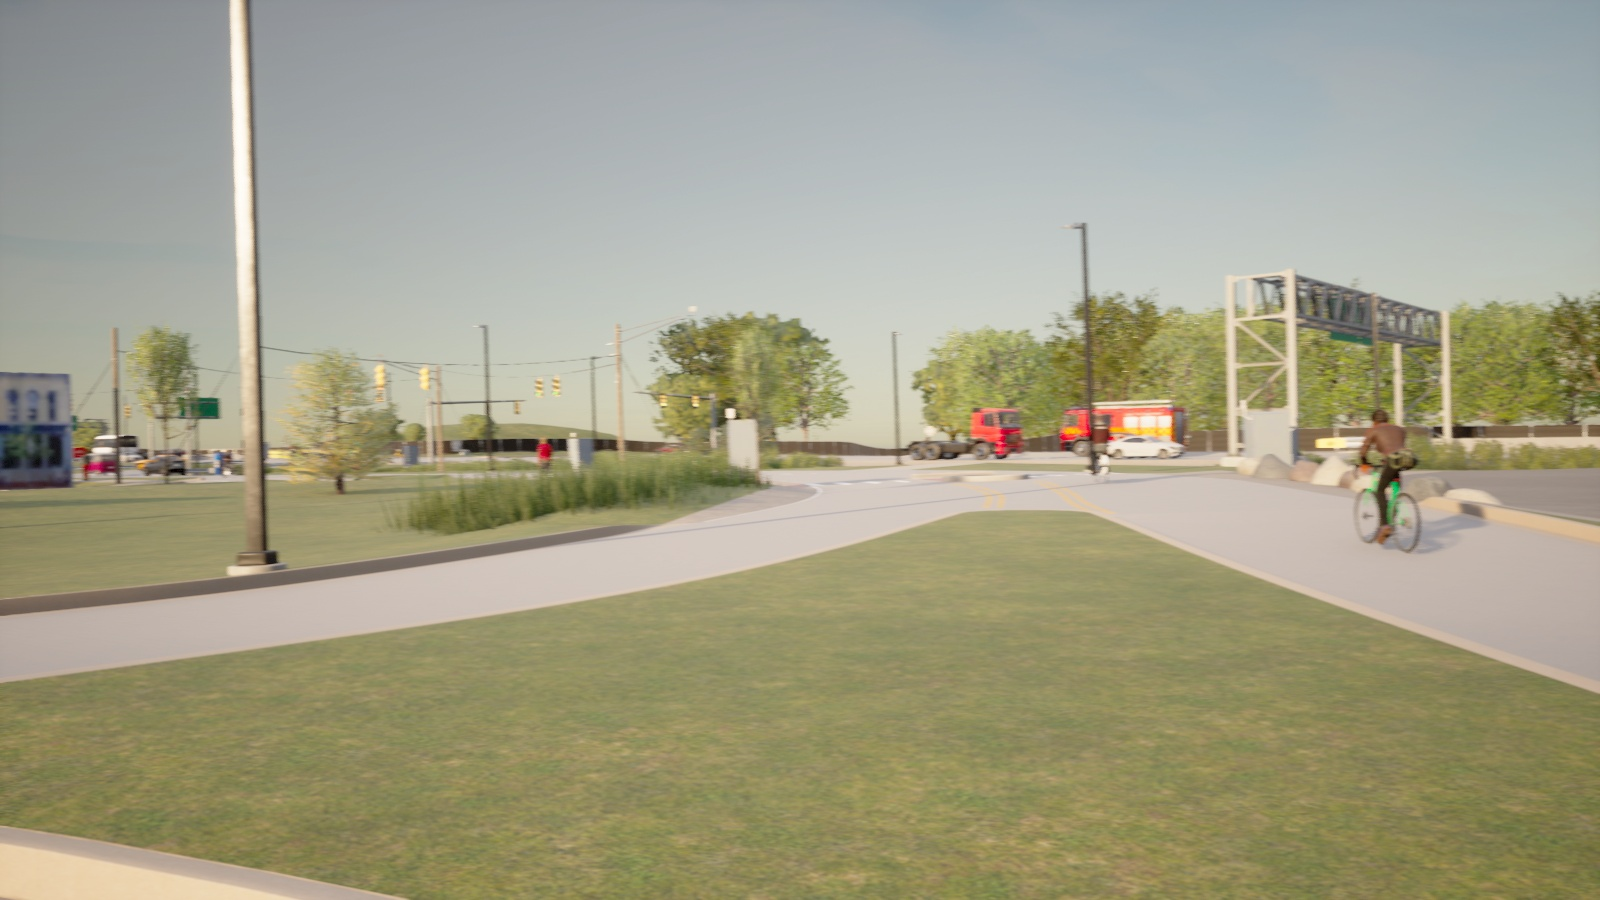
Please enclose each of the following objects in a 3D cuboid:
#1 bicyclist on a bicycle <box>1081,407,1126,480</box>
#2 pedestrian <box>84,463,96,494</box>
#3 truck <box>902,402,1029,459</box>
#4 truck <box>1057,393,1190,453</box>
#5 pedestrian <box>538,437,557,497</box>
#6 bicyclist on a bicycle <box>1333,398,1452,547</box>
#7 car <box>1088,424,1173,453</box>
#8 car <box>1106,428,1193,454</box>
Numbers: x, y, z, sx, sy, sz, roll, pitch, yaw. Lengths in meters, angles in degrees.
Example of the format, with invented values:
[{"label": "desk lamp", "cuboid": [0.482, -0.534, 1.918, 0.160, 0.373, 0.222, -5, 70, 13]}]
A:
[{"label": "bicyclist on a bicycle", "cuboid": [7.728, -0.159, 32.035, 0.659, 1.776, 1.843, -3, 1, 2]}, {"label": "pedestrian", "cuboid": [-43.097, 1.744, 76.208, 0.614, 1.847, 0.353, -4, -1, 41]}, {"label": "truck", "cuboid": [10.916, -1.258, 83.383, 7.936, 3.462, 2.891, -2, 0, 41]}, {"label": "truck", "cuboid": [22.408, -1.842, 87.354, 8.468, 3.827, 2.891, -2, 0, 41]}, {"label": "pedestrian", "cuboid": [-7.960, 0.538, 39.594, 0.331, 1.846, 0.636, -3, -1, -26]}, {"label": "bicyclist on a bicycle", "cuboid": [6.877, 0.228, 14.656, 0.582, 1.620, 1.656, -2, 2, 1]}, {"label": "car", "cuboid": [20.904, -0.739, 79.462, 4.611, 1.667, 2.242, -2, 0, 41]}, {"label": "car", "cuboid": [20.819, -0.530, 74.933, 4.674, 1.442, 1.812, -2, 0, 41]}]
